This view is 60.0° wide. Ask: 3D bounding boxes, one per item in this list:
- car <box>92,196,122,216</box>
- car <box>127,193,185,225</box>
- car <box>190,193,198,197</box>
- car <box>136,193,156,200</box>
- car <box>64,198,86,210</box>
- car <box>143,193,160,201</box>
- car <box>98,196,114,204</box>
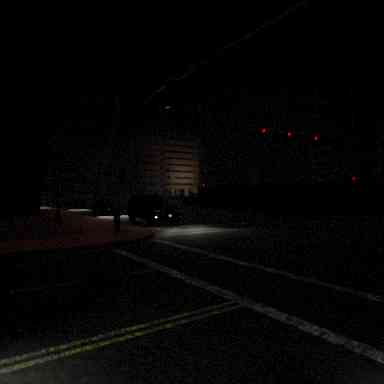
[{"bbox_3d":[-8.560,1.504,33.236,1.837,1.490,4.892,0,0,-32],"label":"car"},{"bbox_3d":[-2.943,1.222,24.478,2.150,2.045,5.566,0,0,-33],"label":"car"},{"bbox_3d":[1.127,1.156,65.232,3.866,1.878,1.905,0,0,-34],"label":"car"},{"bbox_3d":[-11.498,1.153,83.878,4.605,1.855,1.932,0,0,-34],"label":"car"},{"bbox_3d":[-15.652,1.547,44.309,2.033,1.411,5.357,0,0,-33],"label":"car"},{"bbox_3d":[-9.918,1.156,81.452,3.866,1.878,1.905,0,0,-34],"label":"car"},{"bbox_3d":[-17.333,1.526,66.732,1.812,1.442,4.674,0,0,-33],"label":"car"}]
